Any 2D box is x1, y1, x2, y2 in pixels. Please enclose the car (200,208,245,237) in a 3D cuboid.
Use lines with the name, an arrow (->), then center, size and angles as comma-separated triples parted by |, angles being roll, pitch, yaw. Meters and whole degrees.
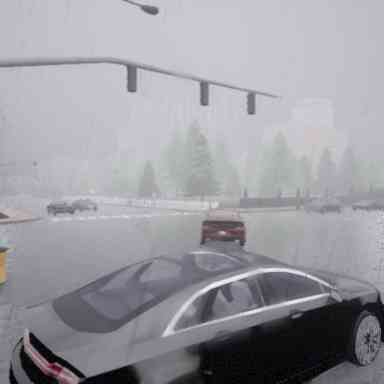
car -> 1.452, 1.489, 15.696 | 1.882, 1.535, 5.008 | 1, 0, 5

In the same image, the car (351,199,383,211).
car -> 21.748, 1.553, 40.911 | 5.357, 1.411, 2.033 | -1, 1, -35

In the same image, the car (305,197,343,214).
car -> 14.080, 1.387, 35.501 | 4.553, 1.767, 2.097 | 0, 0, -35

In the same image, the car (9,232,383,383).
car -> 0.535, 1.496, 4.127 | 4.902, 1.511, 2.128 | 0, 0, -36

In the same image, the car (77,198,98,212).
car -> -12.399, 1.505, 38.568 | 2.128, 1.511, 4.902 | 0, 0, -33

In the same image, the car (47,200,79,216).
car -> -13.149, 1.610, 33.327 | 1.895, 1.301, 4.718 | 0, 0, -33
